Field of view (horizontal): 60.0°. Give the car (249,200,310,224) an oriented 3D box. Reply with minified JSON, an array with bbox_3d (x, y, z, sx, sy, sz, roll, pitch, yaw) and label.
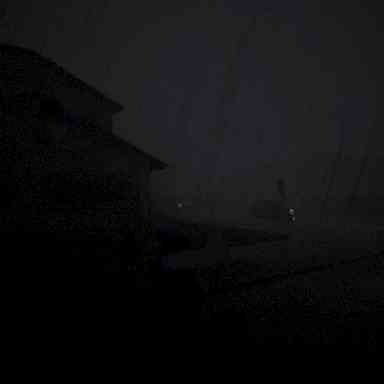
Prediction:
[{"bbox_3d":[6.489,1.383,24.934,2.097,1.767,4.553,0,0,-35],"label":"car"}]

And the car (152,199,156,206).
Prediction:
[{"bbox_3d":[-4.550,1.564,47.769,1.812,1.442,4.674,0,0,-35],"label":"car"}]

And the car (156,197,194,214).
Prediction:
[{"bbox_3d":[-1.679,1.383,36.492,2.097,1.767,4.553,0,0,-35],"label":"car"}]
